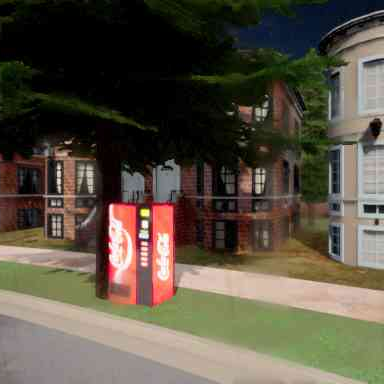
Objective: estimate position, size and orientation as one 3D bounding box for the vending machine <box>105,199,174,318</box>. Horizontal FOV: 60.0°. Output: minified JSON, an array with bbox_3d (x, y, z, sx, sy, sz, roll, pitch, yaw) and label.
[{"bbox_3d":[-1.018,1.195,6.631,0.880,2.100,1.100,0,0,30],"label":"vending machine"}]
